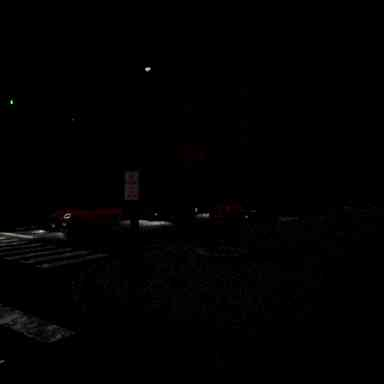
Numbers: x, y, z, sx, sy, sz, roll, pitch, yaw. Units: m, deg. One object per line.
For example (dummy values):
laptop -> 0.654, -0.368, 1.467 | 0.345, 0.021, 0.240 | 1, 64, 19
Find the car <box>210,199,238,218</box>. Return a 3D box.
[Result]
car -> 3.505, 1.396, 29.414 | 2.097, 1.767, 4.553 | 0, 0, 35

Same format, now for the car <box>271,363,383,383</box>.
car -> 2.222, 1.551, 1.258 | 4.403, 1.369, 2.008 | 0, 0, 36

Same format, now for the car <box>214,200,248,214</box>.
car -> 4.342, 1.617, 36.553 | 1.994, 1.385, 4.181 | 0, 0, 36

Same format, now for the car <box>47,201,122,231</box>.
car -> -6.688, 1.370, 20.987 | 2.097, 1.767, 4.553 | 0, 0, 35

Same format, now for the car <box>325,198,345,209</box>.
car -> 20.689, 1.601, 48.062 | 2.128, 1.511, 4.902 | 0, 0, 35

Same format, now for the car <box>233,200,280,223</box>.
car -> 5.426, 1.553, 26.502 | 1.837, 1.490, 4.892 | 0, 0, 35

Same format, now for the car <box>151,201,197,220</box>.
car -> -1.456, 1.539, 28.375 | 1.837, 1.490, 4.892 | 0, 0, 35
